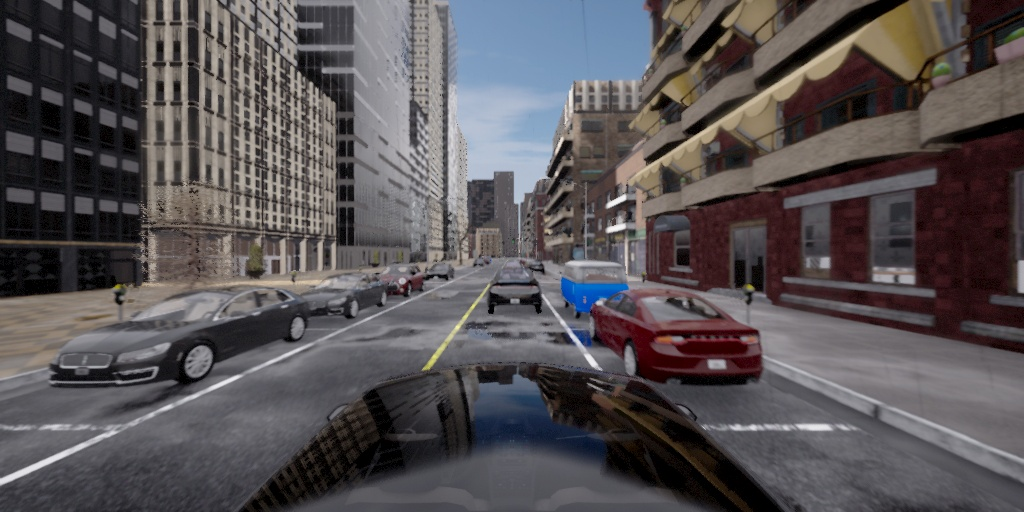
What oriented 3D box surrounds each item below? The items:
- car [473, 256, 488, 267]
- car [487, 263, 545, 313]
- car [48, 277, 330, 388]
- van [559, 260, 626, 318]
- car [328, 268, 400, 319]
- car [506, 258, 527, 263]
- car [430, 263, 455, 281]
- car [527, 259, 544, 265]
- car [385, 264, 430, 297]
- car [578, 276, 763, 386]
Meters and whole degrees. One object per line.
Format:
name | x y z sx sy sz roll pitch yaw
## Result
car | -5.702 1.155 62.161 1.948 1.339 4.313 0 0 0
car | 0.095 1.205 13.808 2.128 1.511 4.902 0 0 0
car | -5.692 1.284 6.932 2.007 1.370 4.403 0 0 0
van | 2.688 1.057 12.456 1.690 1.789 3.998 0 0 0
car | -5.693 1.267 12.456 2.007 1.370 4.403 0 0 0
car | 0.095 1.200 34.336 2.033 1.411 5.357 0 0 0
car | -5.696 1.233 29.024 1.948 1.339 4.313 0 0 0
car | 2.683 1.204 40.071 1.948 1.339 4.313 0 0 0
car | -5.694 1.139 17.979 1.967 1.591 4.097 0 0 0
car | 2.689 1.279 6.934 1.888 1.381 4.507 0 0 0
